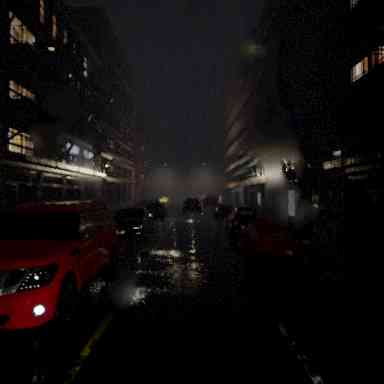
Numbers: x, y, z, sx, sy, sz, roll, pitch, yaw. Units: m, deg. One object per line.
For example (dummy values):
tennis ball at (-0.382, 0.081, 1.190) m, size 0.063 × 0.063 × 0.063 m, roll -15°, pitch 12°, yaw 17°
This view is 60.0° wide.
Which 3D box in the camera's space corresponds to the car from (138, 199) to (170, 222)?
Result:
car at (-3.082, 1.588, 27.446) m, size 1.812 × 1.442 × 4.674 m, roll 0°, pitch 0°, yaw 0°

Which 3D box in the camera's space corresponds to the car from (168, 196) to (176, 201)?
car at (-5.660, 1.781, 94.380) m, size 2.008 × 1.369 × 4.403 m, roll 1°, pitch 0°, yaw 0°

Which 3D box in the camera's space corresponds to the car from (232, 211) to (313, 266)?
car at (2.702, 1.570, 11.512) m, size 1.887 × 1.381 × 4.507 m, roll 1°, pitch 0°, yaw 0°

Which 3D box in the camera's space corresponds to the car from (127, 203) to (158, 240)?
car at (-3.090, 1.543, 17.174) m, size 1.837 × 1.490 × 4.892 m, roll 0°, pitch 0°, yaw 0°

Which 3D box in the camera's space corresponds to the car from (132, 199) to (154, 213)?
car at (-5.673, 1.614, 38.976) m, size 1.752 × 1.417 × 4.829 m, roll 1°, pitch 0°, yaw 0°

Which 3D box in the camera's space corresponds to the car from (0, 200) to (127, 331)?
car at (-3.081, 1.238, 7.228) m, size 2.150 × 2.045 × 5.566 m, roll 0°, pitch 0°, yaw 0°

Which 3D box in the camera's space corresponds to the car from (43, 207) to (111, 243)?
car at (-5.678, 1.583, 17.052) m, size 1.887 × 1.381 × 4.507 m, roll 1°, pitch 0°, yaw 0°

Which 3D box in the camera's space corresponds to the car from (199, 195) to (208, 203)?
car at (2.718, 1.625, 77.794) m, size 1.967 × 1.590 × 4.097 m, roll 1°, pitch 0°, yaw 0°

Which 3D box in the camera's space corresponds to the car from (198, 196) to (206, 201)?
car at (2.720, 1.759, 88.841) m, size 1.887 × 1.381 × 4.507 m, roll 0°, pitch 0°, yaw 0°

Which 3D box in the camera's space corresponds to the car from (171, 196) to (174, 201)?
car at (-5.665, 1.722, 72.286) m, size 2.008 × 1.369 × 4.403 m, roll 1°, pitch 0°, yaw 0°

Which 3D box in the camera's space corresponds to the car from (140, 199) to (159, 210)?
car at (-5.672, 1.653, 44.669) m, size 2.008 × 1.369 × 4.403 m, roll 1°, pitch 0°, yaw 0°

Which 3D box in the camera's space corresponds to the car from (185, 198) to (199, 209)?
car at (0.017, 1.617, 48.154) m, size 1.837 × 1.490 × 4.892 m, roll 0°, pitch 0°, yaw 0°

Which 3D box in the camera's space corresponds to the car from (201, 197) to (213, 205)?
car at (2.713, 1.708, 61.223) m, size 1.947 × 1.339 × 4.313 m, roll 1°, pitch 0°, yaw 0°

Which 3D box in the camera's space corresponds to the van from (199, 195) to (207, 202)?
van at (2.720, 1.541, 83.318) m, size 1.690 × 1.788 × 3.998 m, roll 0°, pitch 0°, yaw 0°

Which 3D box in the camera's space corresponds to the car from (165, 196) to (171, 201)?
car at (-5.666, 1.682, 66.592) m, size 1.752 × 1.417 × 4.829 m, roll 1°, pitch 0°, yaw 0°

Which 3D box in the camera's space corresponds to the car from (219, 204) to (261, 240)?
car at (2.704, 1.478, 17.036) m, size 1.967 × 1.590 × 4.097 m, roll 1°, pitch 0°, yaw 0°

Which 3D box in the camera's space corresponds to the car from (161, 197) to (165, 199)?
car at (-5.671, 1.660, 50.193) m, size 1.887 × 1.381 × 4.507 m, roll 1°, pitch 0°, yaw 0°

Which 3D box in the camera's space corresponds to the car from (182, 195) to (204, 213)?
car at (0.011, 1.438, 37.744) m, size 2.097 × 1.767 × 4.553 m, roll 0°, pitch 0°, yaw 0°

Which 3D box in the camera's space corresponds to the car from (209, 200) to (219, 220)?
car at (2.705, 1.645, 28.083) m, size 1.802 × 1.307 × 4.206 m, roll 1°, pitch 0°, yaw 0°

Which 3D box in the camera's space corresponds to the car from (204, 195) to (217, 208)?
car at (2.713, 1.430, 50.178) m, size 2.192 × 1.841 × 5.009 m, roll 1°, pitch 0°, yaw 0°
